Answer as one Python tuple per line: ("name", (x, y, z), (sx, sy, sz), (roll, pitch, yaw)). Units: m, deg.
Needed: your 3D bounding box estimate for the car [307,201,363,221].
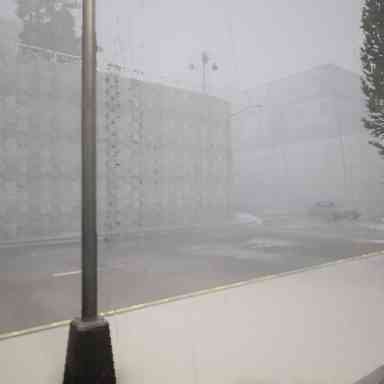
("car", (11.103, 1.425, 26.136), (1.895, 1.301, 4.718), (0, 2, -10))
